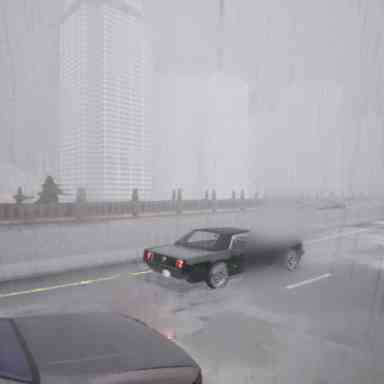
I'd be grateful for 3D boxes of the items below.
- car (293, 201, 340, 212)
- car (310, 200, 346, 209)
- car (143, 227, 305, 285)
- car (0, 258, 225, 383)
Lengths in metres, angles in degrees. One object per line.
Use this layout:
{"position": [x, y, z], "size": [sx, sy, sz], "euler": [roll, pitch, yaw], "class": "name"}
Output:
{"position": [10.244, 1.720, 27.721], "size": [4.718, 1.301, 1.895], "euler": [0, 0, -45], "class": "car"}
{"position": [16.087, 1.655, 38.489], "size": [4.902, 1.511, 2.128], "euler": [0, 0, -45], "class": "car"}
{"position": [1.118, 1.643, 9.272], "size": [4.718, 1.301, 1.895], "euler": [0, 0, -39], "class": "car"}
{"position": [-2.431, 1.560, 2.111], "size": [5.357, 1.411, 2.033], "euler": [0, 0, -36], "class": "car"}
